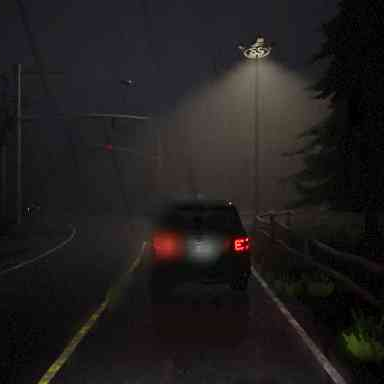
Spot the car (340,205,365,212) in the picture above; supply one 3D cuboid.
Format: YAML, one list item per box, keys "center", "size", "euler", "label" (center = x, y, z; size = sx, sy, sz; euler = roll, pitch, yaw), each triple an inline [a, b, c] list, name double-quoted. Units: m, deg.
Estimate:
- center: [15.912, 1.627, 29.898]
  size: [4.718, 1.301, 1.895]
  euler: [0, 0, 10]
  label: "car"

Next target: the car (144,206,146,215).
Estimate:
- center: [-1.258, 1.247, 27.960]
  size: [5.566, 2.045, 2.150]
  euler: [0, 0, -8]
  label: "car"

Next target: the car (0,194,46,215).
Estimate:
- center: [-17.568, 1.221, 34.203]
  size: [5.566, 2.045, 2.150]
  euler: [0, 0, 30]
  label: "car"

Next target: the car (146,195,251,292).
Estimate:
- center: [0.010, 1.221, 9.128]
  size: [2.150, 2.045, 5.566]
  euler: [0, 0, -5]
  label: "car"
